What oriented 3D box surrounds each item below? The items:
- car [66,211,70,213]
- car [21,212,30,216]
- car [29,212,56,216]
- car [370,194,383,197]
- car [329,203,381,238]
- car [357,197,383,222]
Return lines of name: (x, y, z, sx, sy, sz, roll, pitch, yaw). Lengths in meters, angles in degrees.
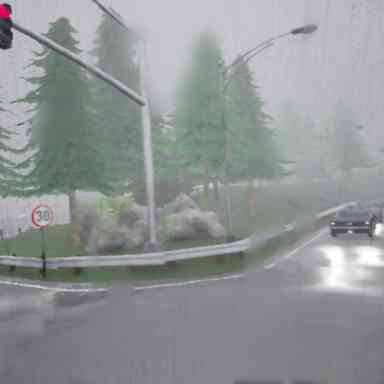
car: (-23.083, 4.223, 63.722, 1.994, 1.385, 4.181, -4, -1, 31)
car: (-32.736, 4.817, 68.016, 1.882, 1.535, 5.008, -4, -1, 31)
car: (-29.219, 4.646, 67.076, 2.033, 1.411, 5.357, -4, -1, 31)
car: (20.645, 0.976, 36.847, 2.128, 1.511, 4.902, -5, -1, 39)
car: (8.365, 1.490, 17.145, 1.895, 1.301, 4.718, -4, -1, 31)
car: (12.193, 1.328, 23.264, 1.994, 1.385, 4.181, -4, -1, 32)
